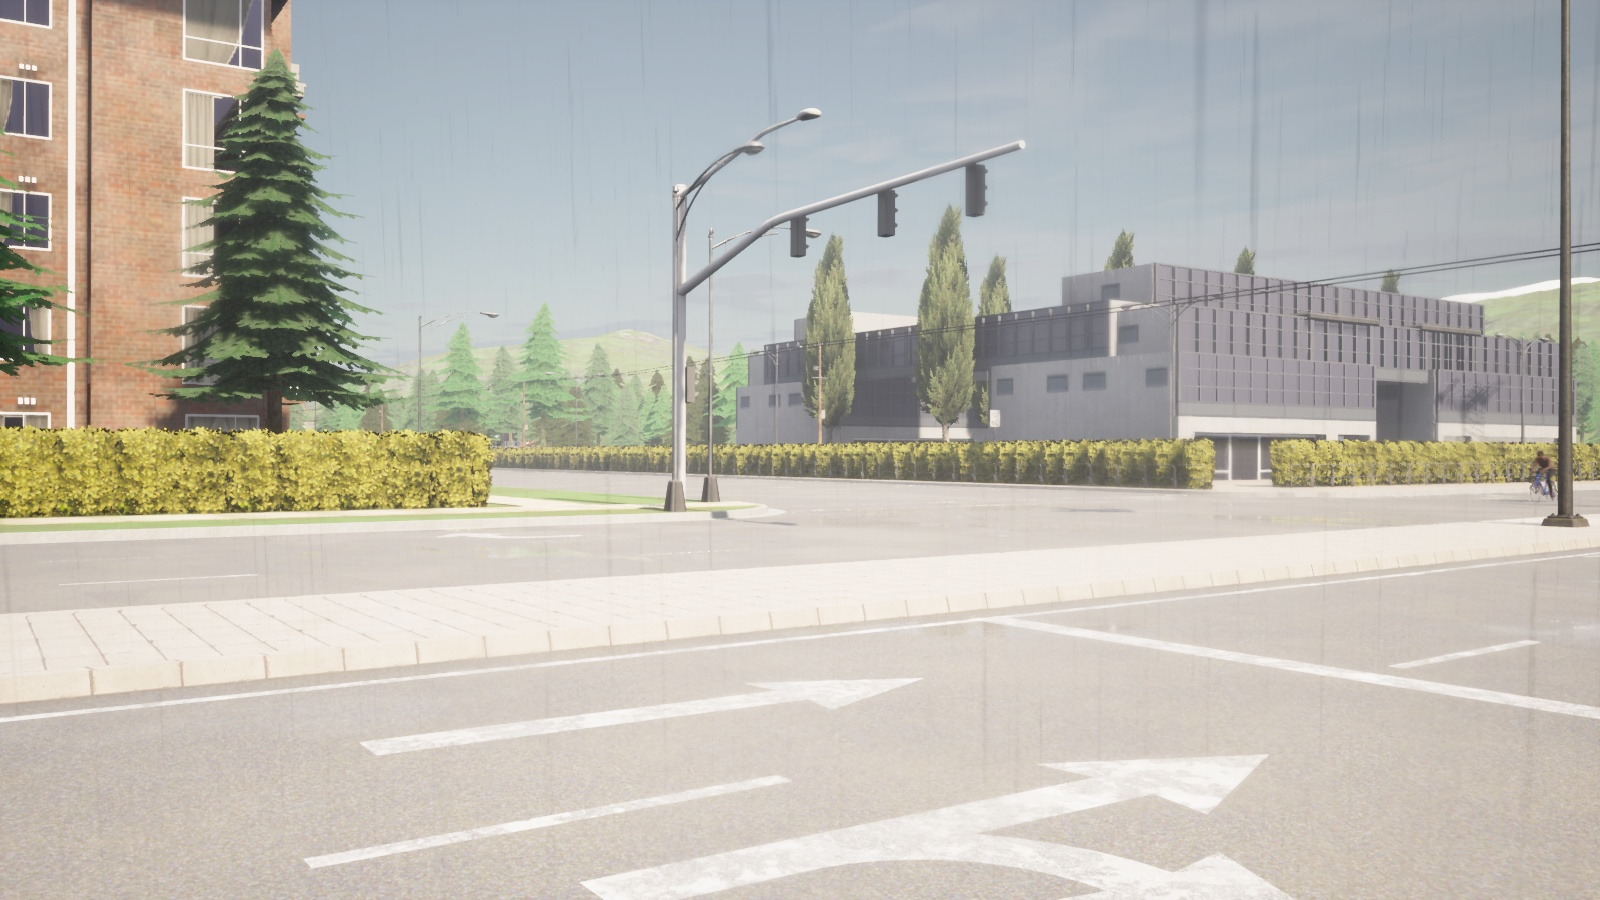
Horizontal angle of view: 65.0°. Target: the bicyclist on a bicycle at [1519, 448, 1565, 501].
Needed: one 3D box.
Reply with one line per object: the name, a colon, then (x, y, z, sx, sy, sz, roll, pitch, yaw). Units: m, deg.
bicyclist on a bicycle: (23.166, 0.744, 39.200, 1.656, 1.620, 0.582, 0, 0, -35)
